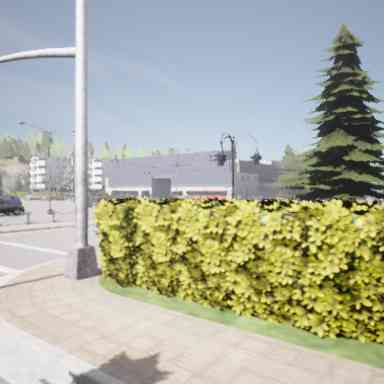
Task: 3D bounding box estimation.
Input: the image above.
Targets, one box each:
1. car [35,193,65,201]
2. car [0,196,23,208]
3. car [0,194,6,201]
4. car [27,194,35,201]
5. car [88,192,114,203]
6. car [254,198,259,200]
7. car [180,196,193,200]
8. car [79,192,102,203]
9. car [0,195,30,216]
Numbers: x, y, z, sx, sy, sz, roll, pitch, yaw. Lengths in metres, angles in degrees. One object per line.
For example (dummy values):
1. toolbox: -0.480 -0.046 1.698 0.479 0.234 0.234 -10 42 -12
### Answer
1. car: -29.082 1.074 69.191 2.152 1.636 5.027 0 0 36
2. car: -24.250 1.263 43.142 1.845 1.501 3.633 0 0 36
3. car: -41.571 1.204 69.213 2.007 1.523 4.514 0 0 36
4. car: -34.447 1.144 72.728 1.970 1.475 3.806 0 0 36
5. car: -16.182 1.039 60.232 1.932 1.855 4.605 0 0 36
6. car: 6.395 1.462 36.025 1.882 1.535 5.008 0 0 36
7. car: -1.284 1.340 49.123 1.845 1.501 3.633 0 0 36
8. car: -18.769 1.015 61.619 1.905 1.878 3.866 0 0 36
9. car: -16.684 1.302 28.132 2.007 1.523 4.514 0 0 36
